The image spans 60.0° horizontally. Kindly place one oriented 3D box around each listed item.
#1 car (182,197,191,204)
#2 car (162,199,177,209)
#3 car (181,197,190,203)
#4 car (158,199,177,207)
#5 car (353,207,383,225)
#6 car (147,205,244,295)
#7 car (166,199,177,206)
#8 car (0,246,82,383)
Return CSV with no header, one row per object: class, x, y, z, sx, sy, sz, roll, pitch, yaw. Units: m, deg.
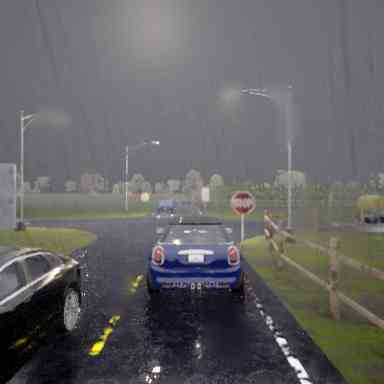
car,-1.208,1.969,72.226,1.994,1.385,4.181,0,0,-2
car,-3.482,1.857,52.134,2.033,1.411,5.357,0,0,-1
car,-1.575,1.989,82.010,2.128,1.511,4.902,0,0,-2
car,-3.266,1.733,42.177,1.882,1.535,5.008,0,0,-1
car,14.670,1.700,23.934,5.357,1.411,2.033,0,0,10
car,0.070,1.409,9.014,2.097,1.767,4.553,0,0,0
car,-3.722,1.965,62.244,1.895,1.301,4.718,0,0,-1
car,-2.858,1.518,4.029,2.128,1.511,4.902,0,0,0
